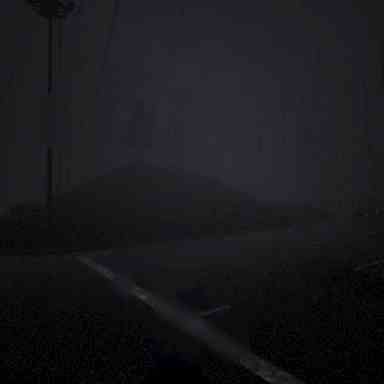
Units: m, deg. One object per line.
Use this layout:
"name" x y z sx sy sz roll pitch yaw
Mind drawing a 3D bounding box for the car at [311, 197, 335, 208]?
"car" 20.577 1.645 52.633 2.097 1.767 4.553 0 0 -4

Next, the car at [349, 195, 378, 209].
"car" 24.316 1.491 47.061 2.150 2.045 5.566 0 0 3

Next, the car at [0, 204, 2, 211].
"car" -24.693 1.747 40.825 1.994 1.385 4.181 0 0 -22

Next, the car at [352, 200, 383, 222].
"car" 15.205 1.689 28.516 1.812 1.442 4.674 0 0 32
